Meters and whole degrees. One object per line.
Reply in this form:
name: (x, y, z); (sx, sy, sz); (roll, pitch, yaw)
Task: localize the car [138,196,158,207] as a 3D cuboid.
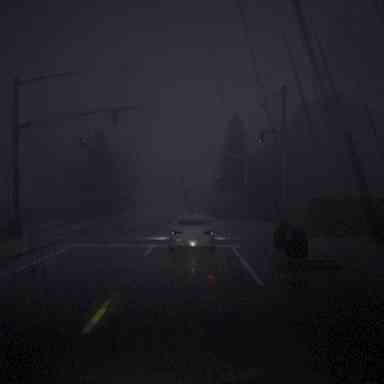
car: (-8.309, 1.833, 64.955); (2.150, 2.045, 5.566); (1, -1, -23)

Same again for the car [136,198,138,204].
car: (-12.390, 2.166, 77.949); (5.008, 1.535, 1.882); (0, -1, 42)

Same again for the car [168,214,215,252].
car: (-0.055, 1.662, 14.388); (1.812, 1.442, 4.674); (0, 0, -2)

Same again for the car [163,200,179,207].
car: (-4.111, 2.149, 63.972); (2.033, 1.411, 5.357); (0, -1, -21)
